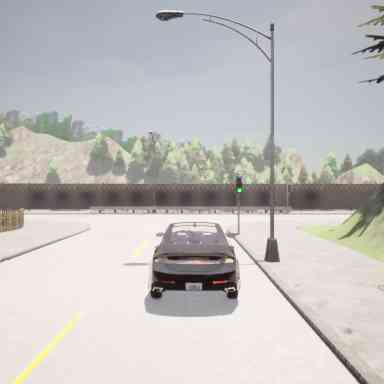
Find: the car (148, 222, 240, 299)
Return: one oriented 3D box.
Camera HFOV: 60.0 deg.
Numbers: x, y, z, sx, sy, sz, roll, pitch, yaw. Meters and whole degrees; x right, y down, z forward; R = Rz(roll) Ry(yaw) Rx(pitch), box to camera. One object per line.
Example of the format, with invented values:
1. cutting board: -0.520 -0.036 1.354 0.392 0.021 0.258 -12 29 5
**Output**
1. car: 0.069 1.492 8.426 2.128 1.511 4.902 0 0 1
